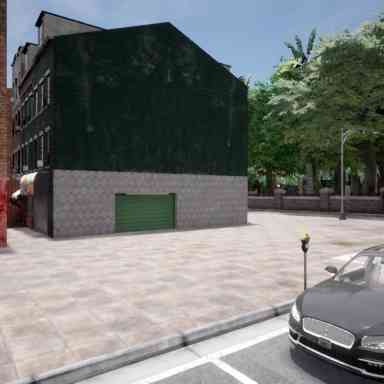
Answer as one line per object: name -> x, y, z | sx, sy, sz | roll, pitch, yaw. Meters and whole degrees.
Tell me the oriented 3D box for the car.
car -> 3.344, 1.551, 5.196 | 4.403, 1.369, 2.008 | 0, 0, -35
